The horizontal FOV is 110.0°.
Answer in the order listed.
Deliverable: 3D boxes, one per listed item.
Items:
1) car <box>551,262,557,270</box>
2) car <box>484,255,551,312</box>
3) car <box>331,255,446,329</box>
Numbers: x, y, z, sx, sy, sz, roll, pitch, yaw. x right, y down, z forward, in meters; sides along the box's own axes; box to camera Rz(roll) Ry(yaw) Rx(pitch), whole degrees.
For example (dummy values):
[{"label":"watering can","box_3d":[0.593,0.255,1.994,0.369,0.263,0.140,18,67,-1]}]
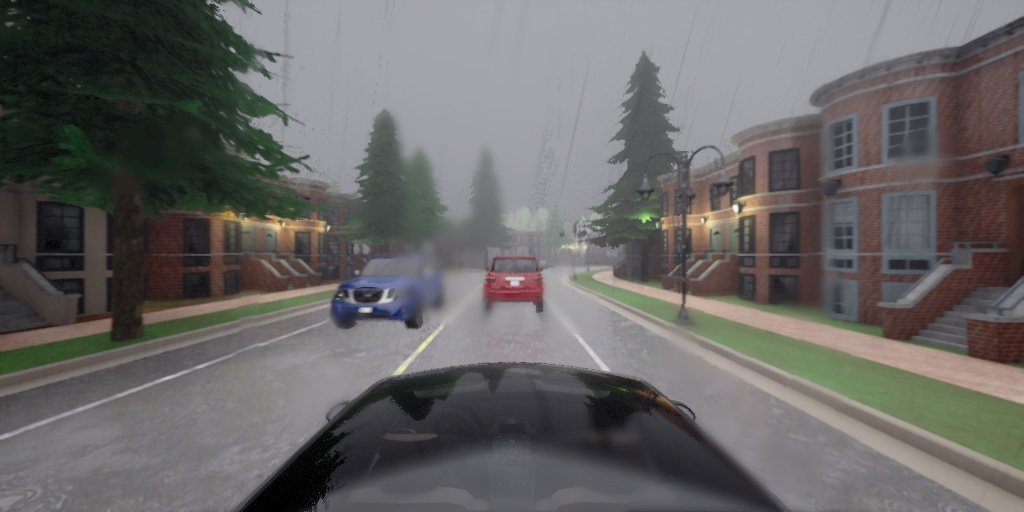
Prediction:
[{"label":"car","box_3d":[4.652,1.341,51.855,2.033,1.411,5.357,0,0,32]},{"label":"car","box_3d":[0.095,0.982,14.337,2.150,2.045,5.566,0,0,0]},{"label":"car","box_3d":[-3.598,0.980,11.600,2.150,2.045,5.566,0,0,0]}]
